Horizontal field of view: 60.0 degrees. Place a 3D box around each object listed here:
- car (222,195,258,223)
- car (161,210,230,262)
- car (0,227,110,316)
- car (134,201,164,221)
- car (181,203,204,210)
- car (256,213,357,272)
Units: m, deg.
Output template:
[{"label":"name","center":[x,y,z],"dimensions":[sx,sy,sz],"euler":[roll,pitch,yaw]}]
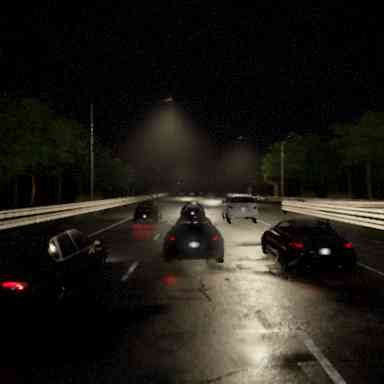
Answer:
[{"label":"car","center":[3.549,1.208,25.422],"dimensions":[2.150,2.045,5.566],"euler":[0,1,0]},{"label":"car","center":[0.067,1.566,12.086],"dimensions":[1.994,1.385,4.181],"euler":[0,0,0]},{"label":"car","center":[-3.462,1.549,7.823],"dimensions":[2.033,1.411,5.357],"euler":[0,0,0]},{"label":"car","center":[-3.443,1.485,26.670],"dimensions":[1.837,1.490,4.892],"euler":[0,1,0]},{"label":"car","center":[0.059,1.540,27.038],"dimensions":[1.994,1.385,4.181],"euler":[0,0,0]},{"label":"car","center":[3.559,1.564,10.865],"dimensions":[1.994,1.385,4.181],"euler":[0,0,0]}]
